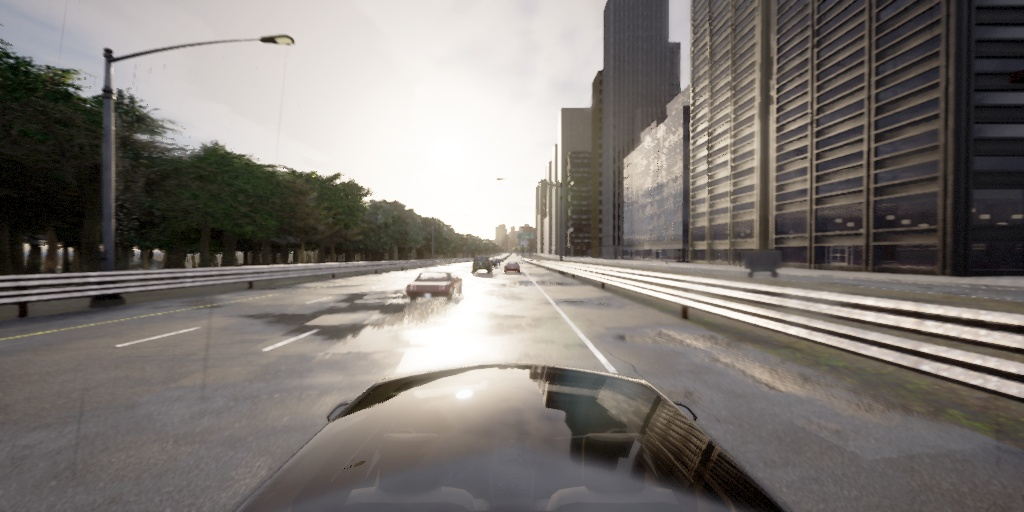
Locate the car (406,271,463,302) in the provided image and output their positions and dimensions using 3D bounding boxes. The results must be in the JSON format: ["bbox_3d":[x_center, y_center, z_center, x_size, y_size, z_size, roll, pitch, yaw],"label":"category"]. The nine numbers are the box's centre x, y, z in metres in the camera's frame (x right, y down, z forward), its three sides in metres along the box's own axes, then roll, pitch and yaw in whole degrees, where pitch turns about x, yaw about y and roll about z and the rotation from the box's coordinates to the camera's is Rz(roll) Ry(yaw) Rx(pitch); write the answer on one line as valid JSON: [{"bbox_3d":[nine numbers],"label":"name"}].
[{"bbox_3d":[-3.505,1.363,17.198,1.895,1.301,4.718,0,0,0],"label":"car"}]

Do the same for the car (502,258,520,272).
[{"bbox_3d":[0.013,1.369,47.258,1.994,1.385,4.181,0,0,0],"label":"car"}]

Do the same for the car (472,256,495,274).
[{"bbox_3d":[-3.573,1.020,43.231,2.150,2.045,5.566,0,0,0],"label":"car"}]
